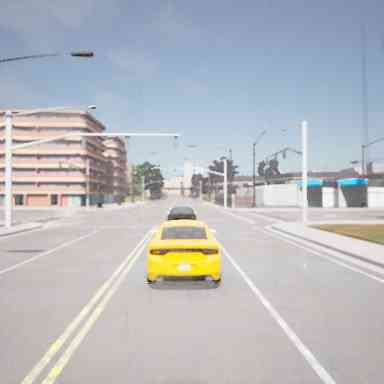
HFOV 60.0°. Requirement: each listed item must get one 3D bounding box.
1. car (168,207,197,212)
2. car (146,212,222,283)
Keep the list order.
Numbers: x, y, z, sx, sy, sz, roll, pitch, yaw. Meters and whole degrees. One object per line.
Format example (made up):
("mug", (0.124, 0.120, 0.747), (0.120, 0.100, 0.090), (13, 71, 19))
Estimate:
("car", (-0.664, 1.716, 22.182), (1.882, 1.535, 5.008), (0, -1, -2))
("car", (-0.249, 1.586, 10.047), (1.882, 1.535, 5.008), (0, 0, -2))
